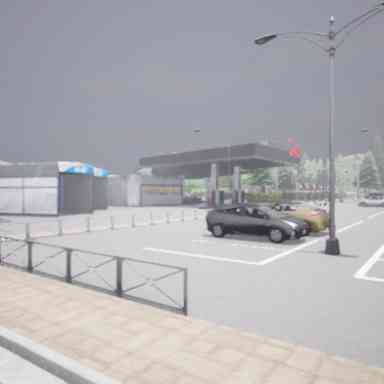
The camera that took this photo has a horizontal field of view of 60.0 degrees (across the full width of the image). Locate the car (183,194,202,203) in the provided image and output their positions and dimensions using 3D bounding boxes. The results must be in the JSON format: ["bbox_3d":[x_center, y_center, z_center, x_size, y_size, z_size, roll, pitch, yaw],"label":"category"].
[{"bbox_3d":[0.015,1.532,68.097,2.242,1.667,4.611,0,0,36],"label":"car"}]

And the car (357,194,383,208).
[{"bbox_3d":[24.725,1.373,45.310,3.806,1.475,1.970,0,0,36],"label":"car"}]

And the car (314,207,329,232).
[{"bbox_3d":[4.599,1.340,17.589,5.027,1.636,2.152,0,0,36],"label":"car"}]

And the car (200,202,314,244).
[{"bbox_3d":[2.794,1.349,15.022,4.514,1.523,2.007,0,0,36],"label":"car"}]

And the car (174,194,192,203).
[{"bbox_3d":[-2.008,1.372,74.936,1.905,1.878,3.866,0,0,36],"label":"car"}]
